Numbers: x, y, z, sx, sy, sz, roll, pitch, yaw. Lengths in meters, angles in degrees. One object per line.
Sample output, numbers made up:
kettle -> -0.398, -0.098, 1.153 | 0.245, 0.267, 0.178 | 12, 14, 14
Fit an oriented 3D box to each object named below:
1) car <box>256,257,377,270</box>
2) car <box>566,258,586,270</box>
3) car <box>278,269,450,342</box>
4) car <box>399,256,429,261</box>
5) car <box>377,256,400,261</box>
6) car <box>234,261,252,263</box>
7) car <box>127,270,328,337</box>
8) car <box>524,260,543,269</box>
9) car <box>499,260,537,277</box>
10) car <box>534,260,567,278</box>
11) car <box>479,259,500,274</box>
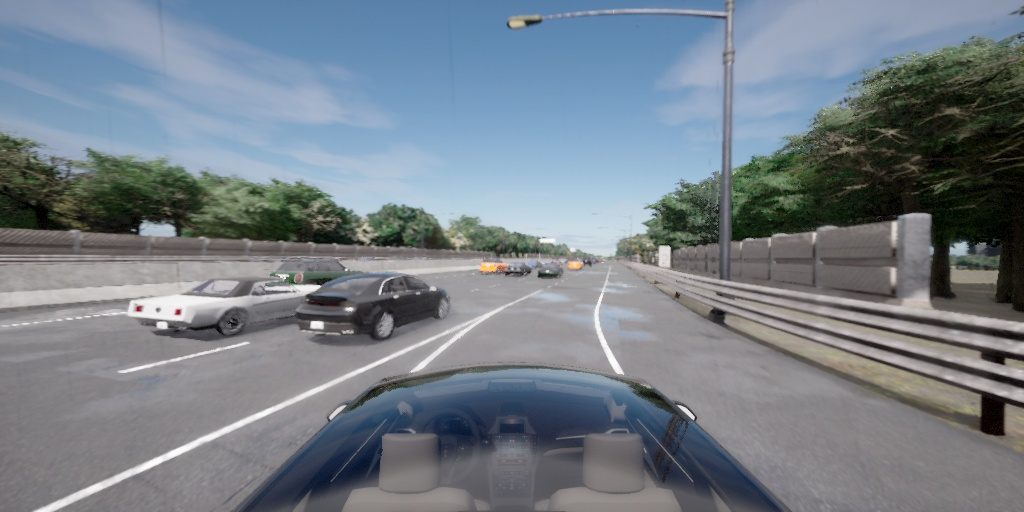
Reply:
car -> -8.702, 0.937, 16.498 | 2.097, 1.767, 4.553 | 1, 0, 16
car -> 10.469, 1.327, 58.735 | 2.097, 1.767, 4.553 | 1, 0, 16
car -> -3.354, 1.193, 9.727 | 1.837, 1.490, 4.892 | 1, 0, 16
car -> -13.455, 0.990, 51.327 | 2.128, 1.511, 4.902 | 1, 0, 16
car -> -16.891, 0.783, 52.019 | 2.097, 1.767, 4.553 | 1, 0, 16
car -> -25.127, 0.868, 35.834 | 1.895, 1.301, 4.718 | 1, 0, 16
car -> -6.949, 1.219, 9.884 | 1.895, 1.301, 4.718 | 1, 0, 16
car -> 3.742, 1.391, 60.686 | 2.033, 1.411, 5.357 | 1, 0, 16
car -> 0.695, 1.322, 36.826 | 2.033, 1.411, 5.357 | 1, 0, 16
car -> 3.830, 1.399, 35.058 | 1.994, 1.385, 4.181 | 1, 0, 16
car -> -1.990, 1.074, 40.198 | 2.097, 1.767, 4.553 | 1, 0, 16
